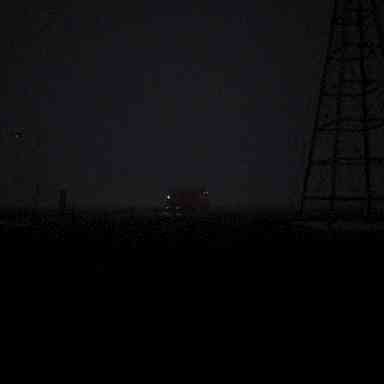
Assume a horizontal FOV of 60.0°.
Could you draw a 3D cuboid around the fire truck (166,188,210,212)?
[{"bbox_3d":[-0.532,1.288,53.729,2.891,3.827,8.468,0,-1,35],"label":"fire truck"}]
